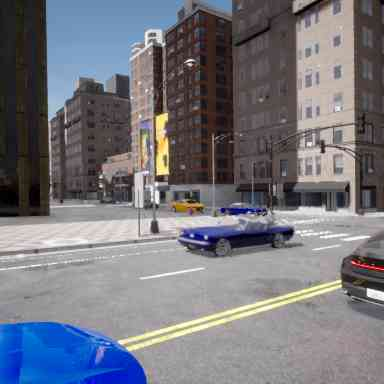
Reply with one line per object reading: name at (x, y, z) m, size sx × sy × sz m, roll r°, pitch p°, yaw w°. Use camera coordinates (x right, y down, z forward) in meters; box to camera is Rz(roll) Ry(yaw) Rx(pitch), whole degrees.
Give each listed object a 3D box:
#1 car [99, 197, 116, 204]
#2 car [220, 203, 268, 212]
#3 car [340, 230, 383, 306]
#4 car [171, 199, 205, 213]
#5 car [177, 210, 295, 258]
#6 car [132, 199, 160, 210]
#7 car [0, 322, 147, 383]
car at (-17.206, 1.742, 67.576) m, size 2.033 × 1.411 × 5.357 m, roll -1°, pitch 0°, yaw -35°
car at (4.809, 1.695, 30.762) m, size 1.895 × 1.301 × 4.718 m, roll -1°, pitch 0°, yaw -35°
car at (5.106, 1.504, 7.087) m, size 4.892 × 1.490 × 1.837 m, roll 0°, pitch 0°, yaw -36°
car at (-0.546, 1.603, 38.366) m, size 1.882 × 1.535 × 5.008 m, roll -1°, pitch 0°, yaw -35°
car at (1.793, 1.600, 12.948) m, size 4.718 × 1.301 × 1.895 m, roll 0°, pitch 0°, yaw -36°
car at (-6.641, 1.710, 47.026) m, size 2.033 × 1.411 × 5.357 m, roll -1°, pitch 0°, yaw -36°
car at (-2.584, 1.478, 1.598) m, size 5.008 × 1.535 × 1.882 m, roll 0°, pitch 0°, yaw -35°
